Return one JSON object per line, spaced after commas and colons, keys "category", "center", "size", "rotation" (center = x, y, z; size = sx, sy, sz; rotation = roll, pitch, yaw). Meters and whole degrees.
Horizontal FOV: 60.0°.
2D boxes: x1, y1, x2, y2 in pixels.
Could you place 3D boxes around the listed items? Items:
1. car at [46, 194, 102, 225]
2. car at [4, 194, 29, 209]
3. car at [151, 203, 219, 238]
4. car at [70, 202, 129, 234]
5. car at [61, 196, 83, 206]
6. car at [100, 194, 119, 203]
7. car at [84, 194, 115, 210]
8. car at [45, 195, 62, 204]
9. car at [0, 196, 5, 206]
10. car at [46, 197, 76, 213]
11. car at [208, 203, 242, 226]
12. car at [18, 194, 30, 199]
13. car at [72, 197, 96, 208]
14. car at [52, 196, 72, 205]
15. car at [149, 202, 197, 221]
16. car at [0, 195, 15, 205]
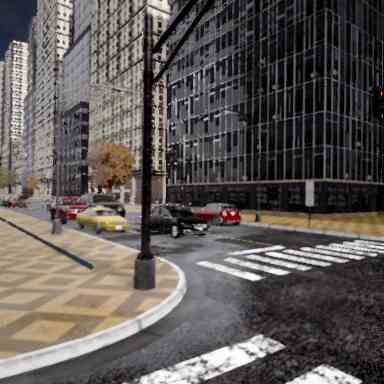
{"category": "car", "center": [-8.637, 1.248, 23.798], "size": [2.192, 1.841, 5.009], "rotation": [1, -1, -36]}
{"category": "car", "center": [-22.035, 1.333, 42.125], "size": [1.887, 1.381, 4.507], "rotation": [2, -1, -36]}
{"category": "car", "center": [-0.999, 1.532, 17.959], "size": [1.837, 1.490, 4.892], "rotation": [1, 0, -36]}
{"category": "car", "center": [-5.193, 1.493, 19.072], "size": [1.752, 1.417, 4.829], "rotation": [1, -1, -36]}
{"category": "car", "center": [-18.656, 1.418, 51.662], "size": [1.887, 1.381, 4.507], "rotation": [2, -1, -36]}
{"category": "car", "center": [-7.285, 1.186, 26.472], "size": [2.150, 2.045, 5.566], "rotation": [1, 0, -37]}
{"category": "car", "center": [-11.916, 1.265, 42.531], "size": [2.192, 1.841, 5.009], "rotation": [2, -1, -36]}
{"category": "car", "center": [-25.493, 1.316, 60.934], "size": [1.752, 1.417, 4.829], "rotation": [2, -1, -36]}
{"category": "car", "center": [-25.403, 1.300, 46.693], "size": [2.008, 1.369, 4.403], "rotation": [2, -1, -36]}
{"category": "car", "center": [-14.273, 1.393, 35.986], "size": [1.837, 1.490, 4.892], "rotation": [1, 0, -36]}
{"category": "car", "center": [1.660, 1.534, 24.337], "size": [1.967, 1.590, 4.097], "rotation": [1, -1, -36]}
{"category": "car", "center": [-42.234, 1.131, 83.633], "size": [1.947, 1.339, 4.313], "rotation": [2, 0, -36]}
{"category": "car", "center": [-15.389, 1.437, 47.233], "size": [1.752, 1.417, 4.829], "rotation": [2, -1, -36]}
{"category": "car", "center": [-22.024, 1.384, 56.229], "size": [2.008, 1.369, 4.403], "rotation": [2, -1, -36]}
{"category": "car", "center": [-1.737, 1.611, 28.888], "size": [2.008, 1.369, 4.403], "rotation": [1, -1, -36]}
{"category": "car", "center": [-28.771, 1.260, 51.261], "size": [2.008, 1.369, 4.403], "rotation": [2, -1, -36]}
